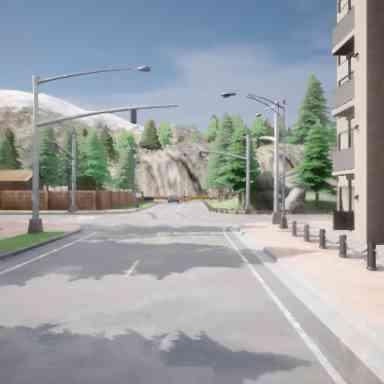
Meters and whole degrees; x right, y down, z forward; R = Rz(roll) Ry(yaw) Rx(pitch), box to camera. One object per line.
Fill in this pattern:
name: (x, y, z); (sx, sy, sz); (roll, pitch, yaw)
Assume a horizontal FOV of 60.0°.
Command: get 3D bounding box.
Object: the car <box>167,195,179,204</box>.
car: (-3.500, 1.278, 63.127); (2.097, 1.767, 4.553); (0, 0, 0)
